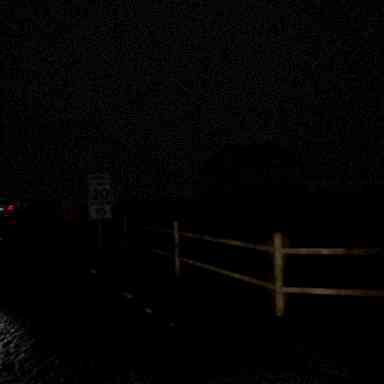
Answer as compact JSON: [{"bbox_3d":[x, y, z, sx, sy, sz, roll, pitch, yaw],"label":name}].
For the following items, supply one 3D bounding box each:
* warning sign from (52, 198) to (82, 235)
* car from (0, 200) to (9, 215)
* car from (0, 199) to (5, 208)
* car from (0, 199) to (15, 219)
[{"bbox_3d":[-6.815,1.292,18.143,1.300,1.860,1.060,-1,0,-32],"label":"warning sign"},{"bbox_3d":[-25.473,2.042,43.753,2.097,1.767,4.553,-2,0,-31],"label":"car"},{"bbox_3d":[-42.696,2.551,73.532,2.097,1.767,4.553,-2,0,-32],"label":"car"},{"bbox_3d":[-19.653,1.748,34.364,2.150,2.045,5.566,-2,0,-31],"label":"car"}]
